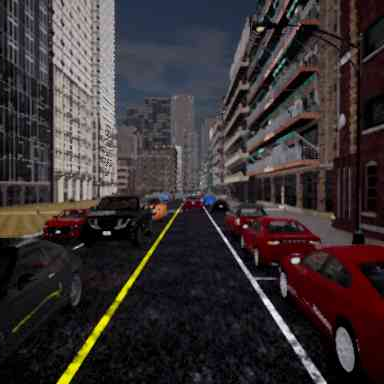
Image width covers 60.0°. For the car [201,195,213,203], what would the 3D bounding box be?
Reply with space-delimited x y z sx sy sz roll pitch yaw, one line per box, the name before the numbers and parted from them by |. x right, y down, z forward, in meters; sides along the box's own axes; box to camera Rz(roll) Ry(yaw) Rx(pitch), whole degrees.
car | 2.698 1.186 60.594 2.008 1.369 4.403 0 0 0

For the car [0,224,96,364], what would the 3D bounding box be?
car | -3.089 1.492 5.001 1.812 1.442 4.674 0 0 0

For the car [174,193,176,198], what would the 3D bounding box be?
car | -5.678 1.069 82.707 2.008 1.369 4.403 0 0 0

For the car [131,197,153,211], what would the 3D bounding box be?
car | -5.688 1.286 38.316 1.752 1.417 4.829 0 0 0

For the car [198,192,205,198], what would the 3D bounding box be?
car | 2.704 0.904 93.759 1.967 1.590 4.097 0 0 0

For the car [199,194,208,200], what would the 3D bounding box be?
car | 2.702 1.112 77.176 1.947 1.339 4.313 0 0 0

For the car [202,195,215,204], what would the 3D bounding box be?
car | 2.697 1.210 55.067 1.887 1.381 4.507 0 0 0

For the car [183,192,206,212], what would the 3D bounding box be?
car | 0.108 1.130 35.392 2.097 1.767 4.553 0 0 0

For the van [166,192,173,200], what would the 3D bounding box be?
van | -5.681 0.916 71.650 1.690 1.788 3.998 0 0 0

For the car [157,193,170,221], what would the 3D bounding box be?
car | -3.065 1.191 25.150 2.097 1.767 4.553 0 0 0

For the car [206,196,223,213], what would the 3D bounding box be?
car | 2.691 1.358 32.956 1.947 1.339 4.313 0 0 0

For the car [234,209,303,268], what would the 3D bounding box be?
car | 2.686 1.473 10.846 1.887 1.381 4.507 0 0 0

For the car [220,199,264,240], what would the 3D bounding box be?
car | 2.687 1.333 16.373 1.967 1.590 4.097 0 0 0

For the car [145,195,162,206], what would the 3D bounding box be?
car | -5.685 1.241 49.541 1.887 1.381 4.507 0 0 0

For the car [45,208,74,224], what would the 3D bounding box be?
car | -5.693 1.438 16.376 1.887 1.381 4.507 0 0 0

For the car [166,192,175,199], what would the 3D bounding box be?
car | -5.678 0.806 88.233 2.192 1.841 5.009 0 0 0

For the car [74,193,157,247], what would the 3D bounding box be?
car | -3.081 1.125 14.819 2.150 2.045 5.566 0 0 0

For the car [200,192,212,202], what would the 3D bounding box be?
car | 2.697 0.920 66.121 2.192 1.841 5.009 0 0 0

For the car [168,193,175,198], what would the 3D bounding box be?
car | -5.675 1.046 93.762 1.802 1.307 4.206 0 0 0

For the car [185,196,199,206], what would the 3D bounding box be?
car | 0.036 1.271 47.762 1.994 1.385 4.181 0 0 0

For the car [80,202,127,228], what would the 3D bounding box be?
car | -5.691 1.424 21.904 1.947 1.339 4.313 0 0 0

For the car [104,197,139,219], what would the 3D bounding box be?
car | -5.691 1.265 27.431 1.967 1.590 4.097 0 0 0

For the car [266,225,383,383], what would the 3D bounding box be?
car | 2.685 1.509 5.319 1.887 1.381 4.507 0 0 0

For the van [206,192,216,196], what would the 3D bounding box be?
van | 2.694 1.038 49.537 1.690 1.788 3.998 0 0 0
